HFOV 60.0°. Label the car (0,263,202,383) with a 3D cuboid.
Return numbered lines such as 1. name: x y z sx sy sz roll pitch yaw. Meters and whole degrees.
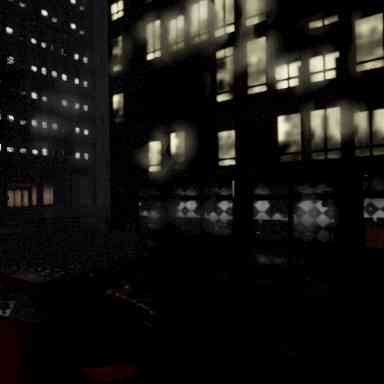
1. car: -1.841 1.590 4.203 4.206 1.307 1.802 0 -1 36
